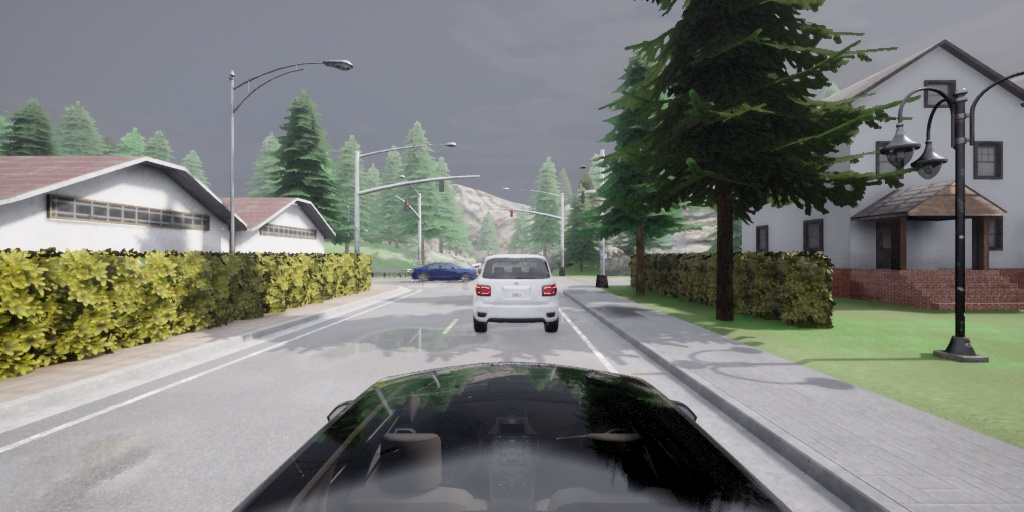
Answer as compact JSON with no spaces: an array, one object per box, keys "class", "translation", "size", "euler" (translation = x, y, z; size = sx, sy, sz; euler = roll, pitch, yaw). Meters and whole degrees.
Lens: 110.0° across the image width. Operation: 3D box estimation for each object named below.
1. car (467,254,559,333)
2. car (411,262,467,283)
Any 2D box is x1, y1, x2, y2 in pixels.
[{"class":"car","translation":[0.105,0.971,10.923],"size":[2.150,2.045,5.566],"euler":[0,0,0]},{"class":"car","translation":[-5.003,1.224,27.074],"size":[5.008,1.535,1.882],"euler":[0,0,0]}]
